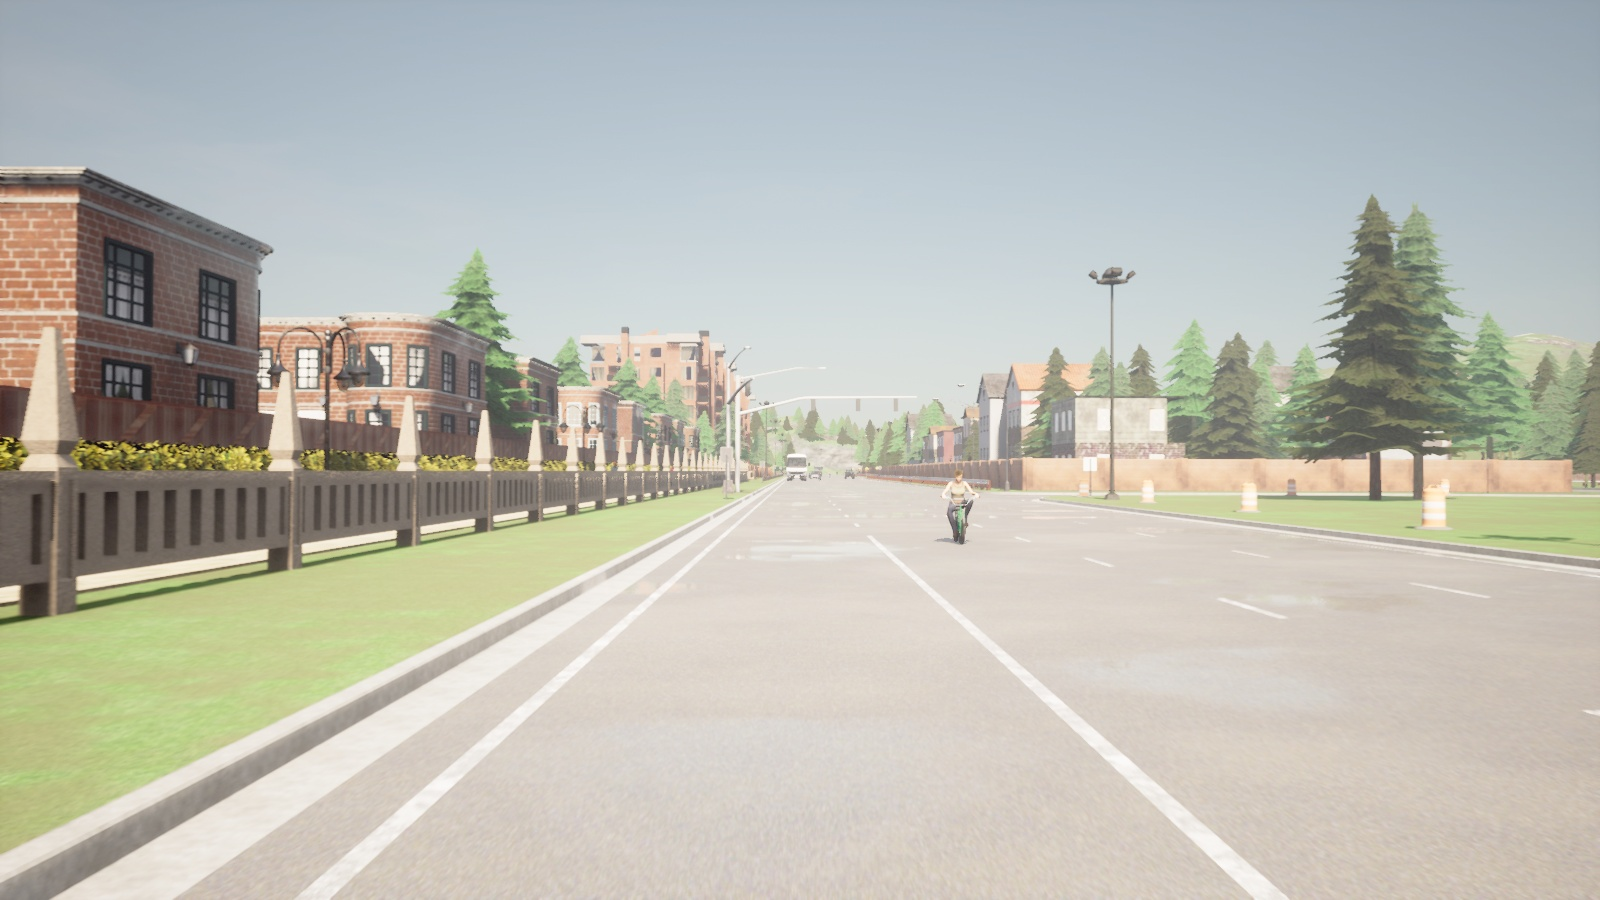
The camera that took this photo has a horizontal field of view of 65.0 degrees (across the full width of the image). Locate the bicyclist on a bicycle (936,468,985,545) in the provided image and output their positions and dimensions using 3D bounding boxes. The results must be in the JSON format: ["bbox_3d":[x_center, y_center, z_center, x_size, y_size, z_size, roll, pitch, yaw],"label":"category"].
[{"bbox_3d":[3.439,1.190,27.047,0.866,1.612,1.509,0,-1,0],"label":"bicyclist on a bicycle"}]
